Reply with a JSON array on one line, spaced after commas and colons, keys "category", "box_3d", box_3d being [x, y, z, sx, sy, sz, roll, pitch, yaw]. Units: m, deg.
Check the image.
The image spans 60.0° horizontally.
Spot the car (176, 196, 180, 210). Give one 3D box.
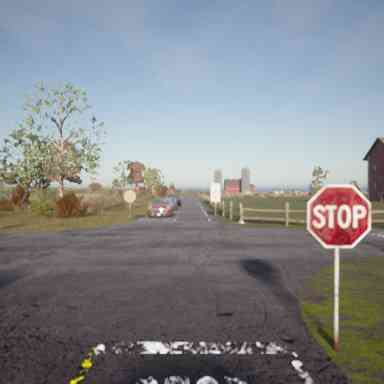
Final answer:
[{"category": "car", "box_3d": [-2.807, 1.503, 40.759, 1.812, 1.442, 4.674, 0, 0, 1]}]

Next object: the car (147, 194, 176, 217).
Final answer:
[{"category": "car", "box_3d": [-2.817, 1.334, 30.424, 2.097, 1.767, 4.553, 0, 0, 0]}]

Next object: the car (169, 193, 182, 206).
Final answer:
[{"category": "car", "box_3d": [-2.788, 1.193, 51.058, 2.150, 2.045, 5.566, 0, 0, 0]}]
